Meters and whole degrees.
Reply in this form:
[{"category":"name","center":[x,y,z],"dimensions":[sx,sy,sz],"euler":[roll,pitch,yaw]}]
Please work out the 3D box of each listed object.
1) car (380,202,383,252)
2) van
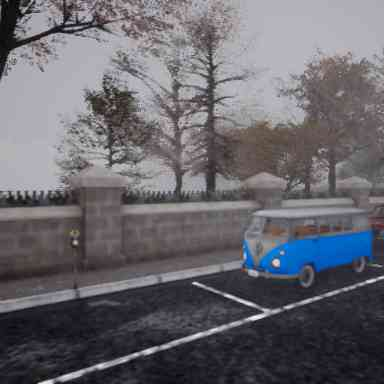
[{"category":"car","center":[7.609,1.269,11.992],"dimensions":[5.009,1.841,2.192],"euler":[0,0,-35]},{"category":"van","center":[3.102,1.314,8.777],"dimensions":[3.998,1.788,1.690],"euler":[0,0,-35]}]
